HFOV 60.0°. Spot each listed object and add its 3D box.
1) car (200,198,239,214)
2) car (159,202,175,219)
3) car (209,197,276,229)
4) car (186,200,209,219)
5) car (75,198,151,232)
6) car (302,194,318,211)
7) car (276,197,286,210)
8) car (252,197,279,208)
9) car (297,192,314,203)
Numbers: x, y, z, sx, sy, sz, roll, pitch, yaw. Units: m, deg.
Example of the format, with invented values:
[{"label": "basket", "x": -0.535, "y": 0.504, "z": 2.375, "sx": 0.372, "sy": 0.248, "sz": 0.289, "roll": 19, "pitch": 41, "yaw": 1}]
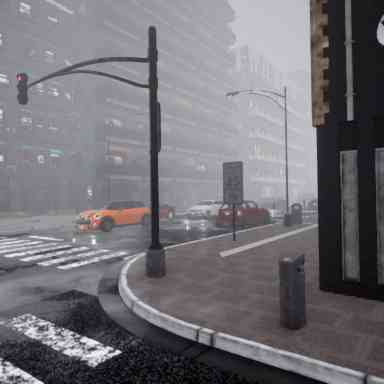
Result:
[{"label": "car", "x": 2.885, "y": 1.384, "z": 33.848, "sx": 2.008, "sy": 1.369, "sz": 4.403, "roll": -1, "pitch": 0, "yaw": 36}, {"label": "car", "x": -3.136, "y": 1.458, "z": 25.735, "sx": 1.887, "sy": 1.381, "sz": 4.507, "roll": -1, "pitch": 0, "yaw": 36}, {"label": "car", "x": 3.079, "y": 1.200, "z": 19.695, "sx": 1.967, "sy": 1.590, "sz": 4.097, "roll": -1, "pitch": 0, "yaw": 36}, {"label": "car", "x": 1.431, "y": 1.356, "z": 27.459, "sx": 1.812, "sy": 1.442, "sz": 4.674, "roll": -1, "pitch": 0, "yaw": 36}, {"label": "car", "x": -4.485, "y": 1.262, "z": 19.350, "sx": 2.097, "sy": 1.767, "sz": 4.553, "roll": -1, "pitch": 0, "yaw": 36}, {"label": "car", "x": 12.993, "y": 1.196, "z": 33.494, "sx": 1.947, "sy": 1.339, "sz": 4.313, "roll": -1, "pitch": 0, "yaw": 36}, {"label": "car", "x": 9.567, "y": 1.287, "z": 38.616, "sx": 1.994, "sy": 1.385, "sz": 4.181, "roll": -1, "pitch": 0, "yaw": 36}, {"label": "car", "x": 9.555, "y": 1.311, "z": 43.006, "sx": 1.947, "sy": 1.339, "sz": 4.313, "roll": -1, "pitch": 0, "yaw": 36}, {"label": "car", "x": 19.554, "y": 0.931, "z": 56.743, "sx": 2.192, "sy": 1.841, "sz": 5.009, "roll": -1, "pitch": 0, "yaw": 36}]
